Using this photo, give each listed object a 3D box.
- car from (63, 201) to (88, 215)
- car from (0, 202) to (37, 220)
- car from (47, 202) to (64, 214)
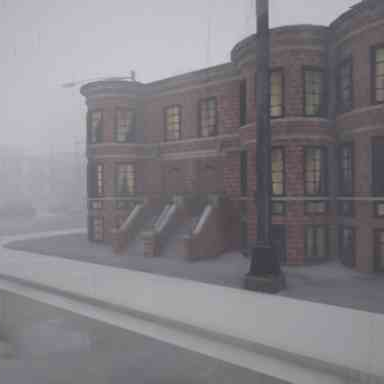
[{"bbox_3d":[-12.555,2.007,40.025,1.895,1.301,4.718,-1,0,36],"label":"car"},{"bbox_3d":[-17.841,1.758,32.621,2.097,1.767,4.553,-1,-1,35],"label":"car"},{"bbox_3d":[-15.621,1.927,41.755,1.882,1.535,5.008,-1,0,35],"label":"car"}]
